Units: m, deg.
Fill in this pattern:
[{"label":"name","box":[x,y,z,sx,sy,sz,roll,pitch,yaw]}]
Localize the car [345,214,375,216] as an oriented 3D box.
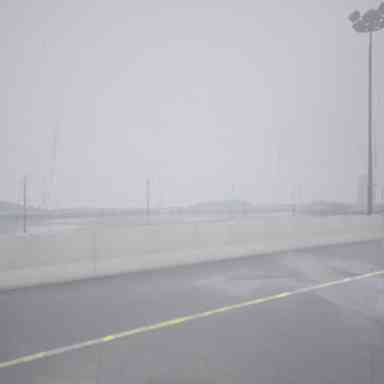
[{"label":"car","box":[16.482,1.672,29.655,5.357,1.411,2.033,0,0,-26]}]
